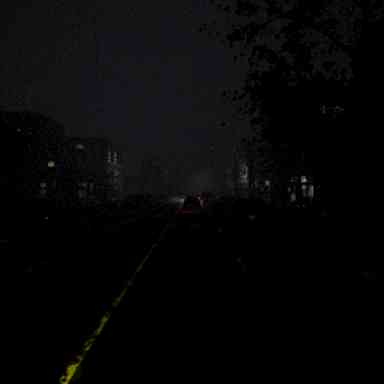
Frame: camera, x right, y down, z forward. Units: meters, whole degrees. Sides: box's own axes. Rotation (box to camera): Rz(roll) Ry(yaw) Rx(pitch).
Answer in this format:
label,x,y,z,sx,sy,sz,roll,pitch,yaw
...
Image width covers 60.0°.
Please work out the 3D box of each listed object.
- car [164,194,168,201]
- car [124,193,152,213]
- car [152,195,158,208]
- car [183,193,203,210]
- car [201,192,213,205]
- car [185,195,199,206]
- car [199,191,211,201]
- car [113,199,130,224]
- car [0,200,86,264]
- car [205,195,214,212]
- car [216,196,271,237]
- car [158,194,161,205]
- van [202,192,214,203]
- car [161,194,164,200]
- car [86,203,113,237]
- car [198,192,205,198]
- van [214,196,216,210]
label,x,y,z,sx,sy,sz,roll,pitch,yaw
car,-5.723,1.069,67.069,1.947,1.339,4.313,0,0,0
car,-5.710,1.061,33.804,2.192,1.841,5.009,0,0,0
car,-5.712,1.021,39.348,2.192,1.841,5.009,0,0,0
car,-0.017,1.203,37.585,1.882,1.535,5.008,0,0,0
car,2.664,1.075,50.440,1.967,1.590,4.097,0,0,0
car,-0.020,1.212,48.282,1.994,1.385,4.181,0,0,0
car,2.656,0.829,67.071,2.192,1.841,5.009,0,0,0
car,-5.702,1.409,22.718,1.802,1.307,4.206,0,0,0
car,-5.699,1.222,11.628,2.192,1.841,5.009,0,0,0
car,2.673,1.307,33.810,2.008,1.369,4.403,0,0,0
car,2.679,1.192,17.177,2.192,1.841,5.009,0,0,0
car,-5.712,1.231,44.893,1.947,1.339,4.313,0,0,0
van,2.661,0.936,55.984,1.690,1.788,3.998,0,0,0
car,-5.715,1.170,50.437,1.887,1.381,4.507,0,0,0
car,-5.700,1.412,17.174,1.887,1.381,4.507,0,0,0
car,2.644,0.855,94.792,1.887,1.381,4.507,0,0,0
van,2.677,1.178,22.720,1.690,1.788,3.998,0,0,0
